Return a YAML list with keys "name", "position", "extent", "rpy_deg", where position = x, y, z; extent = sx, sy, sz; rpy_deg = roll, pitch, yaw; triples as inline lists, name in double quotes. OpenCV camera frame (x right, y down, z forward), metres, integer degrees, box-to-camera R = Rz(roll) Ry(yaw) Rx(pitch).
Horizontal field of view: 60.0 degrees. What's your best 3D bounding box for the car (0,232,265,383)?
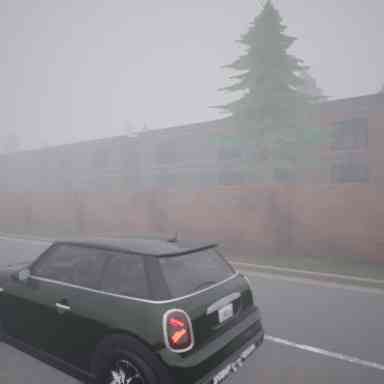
- name: "car"
  position: [-1.348, 1.392, 4.957]
  extent: [4.553, 1.767, 2.097]
  rpy_deg: [-1, 0, 35]
